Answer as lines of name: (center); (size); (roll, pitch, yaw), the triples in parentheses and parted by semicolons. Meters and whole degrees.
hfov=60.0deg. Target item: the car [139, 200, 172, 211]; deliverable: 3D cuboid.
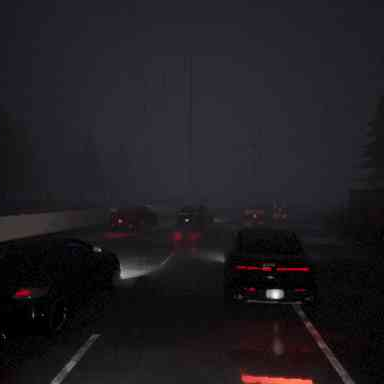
car: (-5.197, 1.882, 48.185); (2.033, 1.411, 5.357); (0, 0, 28)

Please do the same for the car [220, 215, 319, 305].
car: (1.731, 1.569, 8.279); (1.837, 1.490, 4.892); (0, 0, 6)

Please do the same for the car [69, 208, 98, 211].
car: (-12.740, 1.865, 40.277); (1.895, 1.301, 4.718); (0, 0, 22)

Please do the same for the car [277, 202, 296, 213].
car: (12.038, 1.931, 42.973); (1.895, 1.301, 4.718); (0, 0, 31)

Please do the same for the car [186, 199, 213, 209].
car: (1.227, 1.854, 52.300); (1.882, 1.535, 5.008); (0, -1, 32)

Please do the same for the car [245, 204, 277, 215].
car: (6.396, 1.838, 31.324); (1.895, 1.301, 4.718); (0, 0, 23)

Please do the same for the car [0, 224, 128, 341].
car: (-2.914, 1.608, 6.760); (1.994, 1.385, 4.181); (0, 0, 5)

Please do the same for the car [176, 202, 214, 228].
car: (0.322, 1.665, 24.094); (2.128, 1.511, 4.902); (0, 0, 15)

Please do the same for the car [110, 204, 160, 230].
car: (-3.722, 1.632, 22.535); (1.882, 1.535, 5.008); (0, 0, 14)
